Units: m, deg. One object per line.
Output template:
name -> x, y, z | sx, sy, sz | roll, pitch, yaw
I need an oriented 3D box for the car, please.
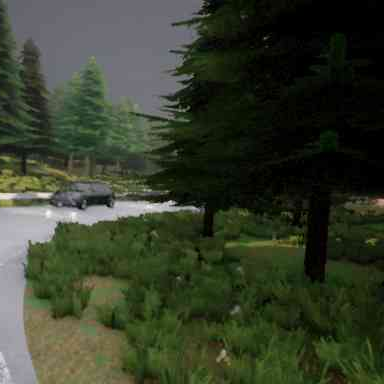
car -> -6.780, 0.121, 20.982 | 2.097, 1.767, 4.553 | 5, 2, 18
